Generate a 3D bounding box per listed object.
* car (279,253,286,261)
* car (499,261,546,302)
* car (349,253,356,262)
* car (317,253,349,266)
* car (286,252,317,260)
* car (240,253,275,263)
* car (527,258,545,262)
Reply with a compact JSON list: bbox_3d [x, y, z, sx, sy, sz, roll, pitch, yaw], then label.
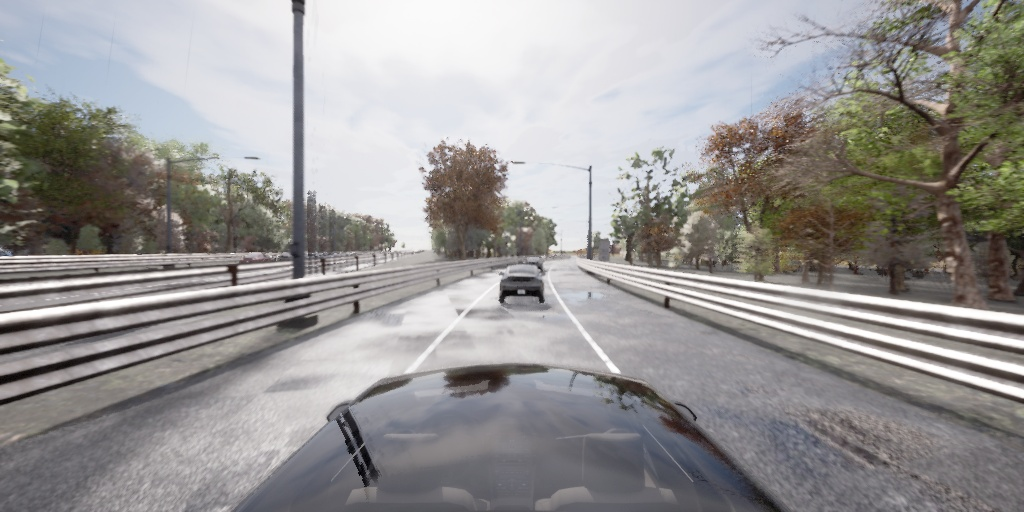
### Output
[{"bbox_3d":[-29.653,0.270,48.248,1.837,1.490,4.892,0,1,-13],"label":"car"},{"bbox_3d":[0.471,1.133,16.104,1.837,1.490,4.892,0,0,3],"label":"car"},{"bbox_3d":[-22.708,0.298,49.277,1.837,1.490,4.892,0,1,-13],"label":"car"},{"bbox_3d":[-20.994,0.467,42.216,1.994,1.385,4.181,0,1,-13],"label":"car"},{"bbox_3d":[-24.702,0.437,42.733,1.994,1.385,4.181,0,1,-13],"label":"car"},{"bbox_3d":[-27.355,0.442,38.628,1.812,1.442,4.674,0,1,-13],"label":"car"},{"bbox_3d":[2.487,0.921,39.627,1.837,1.490,4.892,0,1,7],"label":"car"}]
